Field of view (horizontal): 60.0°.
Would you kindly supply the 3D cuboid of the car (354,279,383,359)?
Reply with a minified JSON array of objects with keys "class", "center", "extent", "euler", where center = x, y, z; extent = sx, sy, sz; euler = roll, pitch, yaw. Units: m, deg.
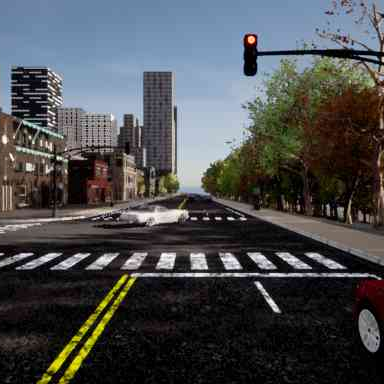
[{"class":"car","center":[3.342,1.477,2.948],"extent":[1.882,1.535,5.008],"euler":[0,0,0]}]

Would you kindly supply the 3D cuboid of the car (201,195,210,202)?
[{"class":"car","center":[3.059,1.470,76.308],"extent":[1.837,1.490,4.892],"euler":[0,0,0]}]

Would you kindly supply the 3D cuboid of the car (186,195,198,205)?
[{"class":"car","center":[-0.049,1.484,58.451],"extent":[1.837,1.490,4.892],"euler":[0,0,0]}]

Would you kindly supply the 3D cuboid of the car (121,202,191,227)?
[{"class":"car","center":[-2.410,1.595,22.837],"extent":[1.895,1.301,4.718],"euler":[0,0,43]}]

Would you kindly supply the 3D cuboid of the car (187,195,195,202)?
[{"class":"car","center":[-0.194,1.494,76.026],"extent":[1.812,1.442,4.674],"euler":[0,0,0]}]

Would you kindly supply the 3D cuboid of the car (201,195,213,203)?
[{"class":"car","center":[3.181,1.523,65.814],"extent":[2.033,1.411,5.357],"euler":[0,0,0]}]
